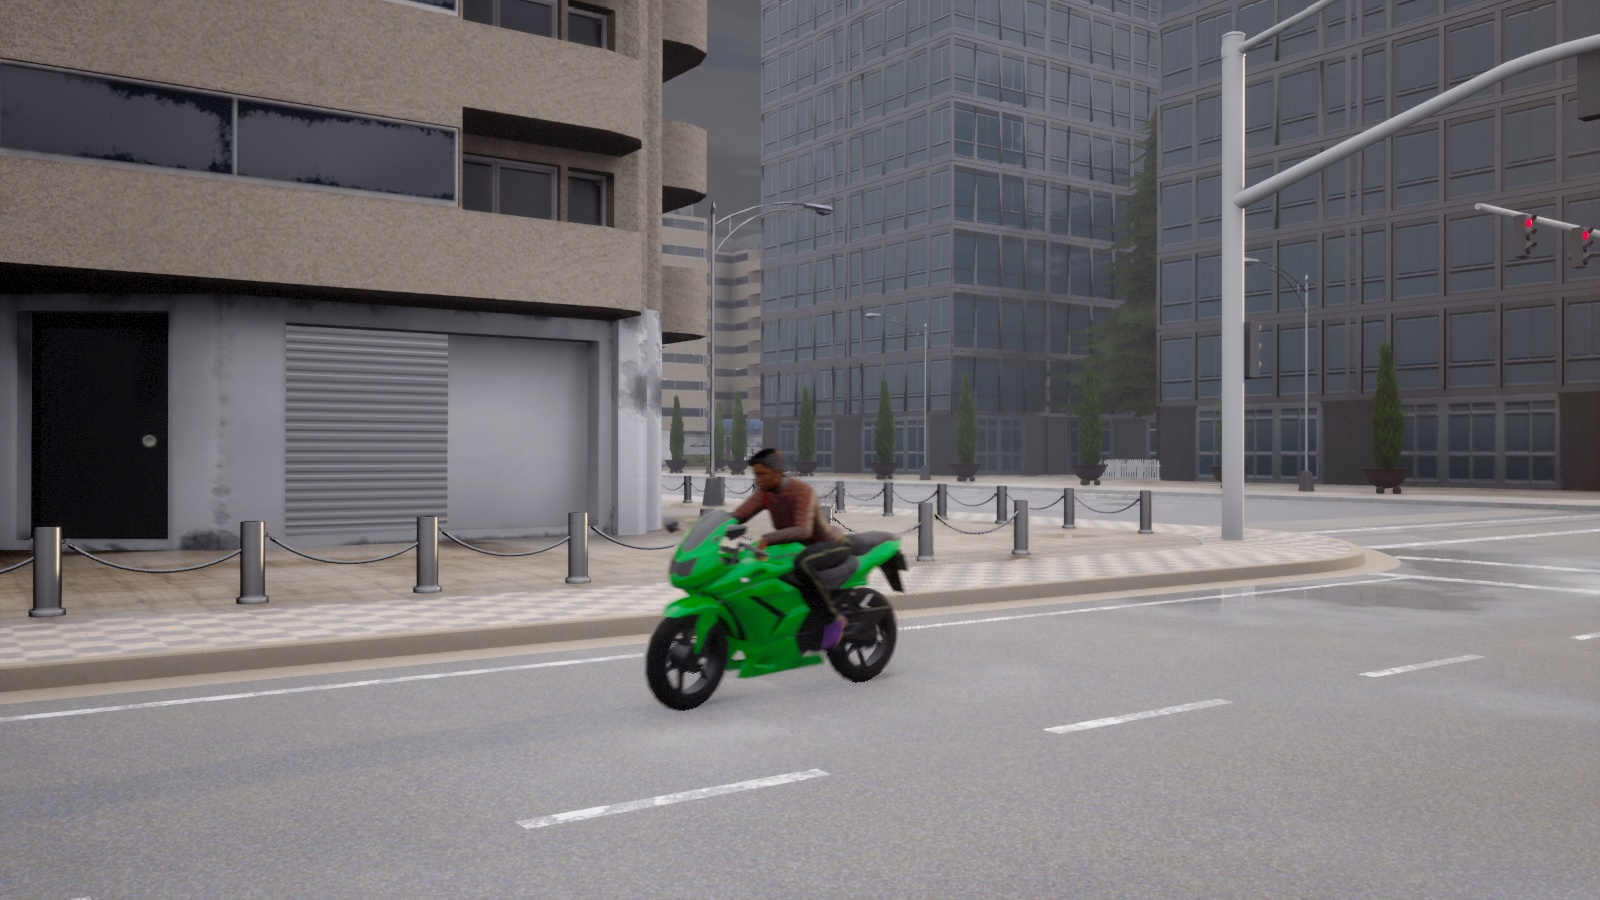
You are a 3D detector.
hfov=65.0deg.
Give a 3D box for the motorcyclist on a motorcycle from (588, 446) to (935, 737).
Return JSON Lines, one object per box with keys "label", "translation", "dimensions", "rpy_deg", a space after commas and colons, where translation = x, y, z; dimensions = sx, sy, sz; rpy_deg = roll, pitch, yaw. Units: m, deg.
{"label": "motorcyclist on a motorcycle", "translation": [-0.180, 0.746, 7.606], "dimensions": [2.044, 1.523, 0.797], "rpy_deg": [0, 1, -42]}
